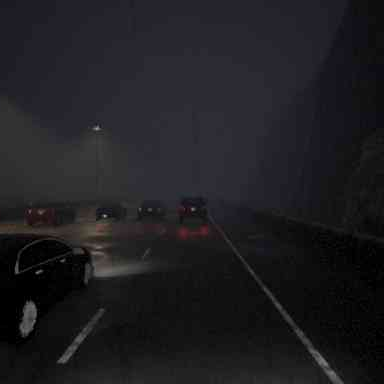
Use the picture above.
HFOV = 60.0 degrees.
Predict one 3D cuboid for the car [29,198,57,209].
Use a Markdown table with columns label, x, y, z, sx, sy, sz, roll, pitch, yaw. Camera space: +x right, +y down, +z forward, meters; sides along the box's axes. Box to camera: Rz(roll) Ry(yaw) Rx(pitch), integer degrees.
| label | x | y | z | sx | sy | sz | roll | pitch | yaw |
| --- | --- | --- | --- | --- | --- | --- | --- | --- | --- |
| car | -21.070 | 1.580 | 47.230 | 1.837 | 1.490 | 4.892 | 0 | 0 | 0 |

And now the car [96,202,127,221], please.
| label | x | y | z | sx | sy | sz | roll | pitch | yaw |
| --- | --- | --- | --- | --- | --- | --- | --- | --- | --- |
| car | -6.915 | 1.648 | 28.798 | 1.837 | 1.490 | 4.892 | 0 | 0 | 0 |

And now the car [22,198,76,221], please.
| label | x | y | z | sx | sy | sz | roll | pitch | yaw |
| --- | --- | --- | --- | --- | --- | --- | --- | --- | --- |
| car | -10.413 | 1.494 | 25.053 | 2.097 | 1.767 | 4.553 | 0 | 0 | 0 |

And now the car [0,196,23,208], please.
| label | x | y | z | sx | sy | sz | roll | pitch | yaw |
| --- | --- | --- | --- | --- | --- | --- | --- | --- | --- |
| car | -24.577 | 1.559 | 46.104 | 1.882 | 1.535 | 5.008 | 0 | 0 | 0 |

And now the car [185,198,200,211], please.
| label | x | y | z | sx | sy | sz | roll | pitch | yaw |
| --- | --- | --- | --- | --- | --- | --- | --- | --- | --- |
| car | 0.078 | 1.579 | 42.899 | 1.882 | 1.535 | 5.008 | 0 | 0 | 0 |

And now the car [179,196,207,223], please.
| label | x | y | z | sx | sy | sz | roll | pitch | yaw |
| --- | --- | --- | --- | --- | --- | --- | --- | --- | --- |
| car | 0.085 | 1.366 | 27.192 | 2.150 | 2.045 | 5.566 | 0 | 0 | 0 |

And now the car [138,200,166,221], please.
| label | x | y | z | sx | sy | sz | roll | pitch | yaw |
| --- | --- | --- | --- | --- | --- | --- | --- | --- | --- |
| car | -3.415 | 1.494 | 29.091 | 2.097 | 1.767 | 4.553 | 0 | 0 | 0 |

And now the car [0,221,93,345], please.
| label | x | y | z | sx | sy | sz | roll | pitch | yaw |
| --- | --- | --- | --- | --- | --- | --- | --- | --- | --- |
| car | -3.403 | 1.564 | 6.457 | 1.837 | 1.490 | 4.892 | 0 | 0 | 0 |
